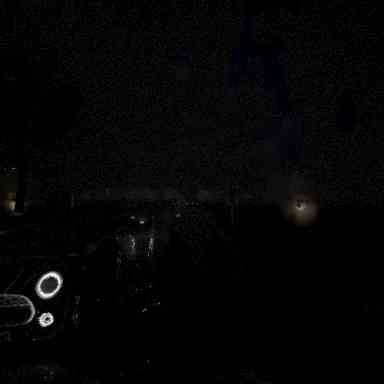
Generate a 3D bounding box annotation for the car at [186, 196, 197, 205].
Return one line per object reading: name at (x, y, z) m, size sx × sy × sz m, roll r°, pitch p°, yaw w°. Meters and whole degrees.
car at (-0.015, 1.499, 58.015) m, size 1.837 × 1.490 × 4.892 m, roll -1°, pitch 0°, yaw 0°

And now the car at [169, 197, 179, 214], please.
car at (-2.879, 1.546, 35.799) m, size 2.033 × 1.411 × 5.357 m, roll -1°, pitch 0°, yaw 0°

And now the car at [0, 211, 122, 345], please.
car at (-2.867, 1.357, 6.723) m, size 2.097 × 1.767 × 4.553 m, roll -1°, pitch 0°, yaw 0°

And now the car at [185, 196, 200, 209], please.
car at (0.059, 1.517, 44.523) m, size 2.033 × 1.411 × 5.357 m, roll -1°, pitch 0°, yaw 0°

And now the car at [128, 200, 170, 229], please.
car at (-2.875, 1.485, 21.610) m, size 2.128 × 1.511 × 4.902 m, roll -1°, pitch 0°, yaw 0°
